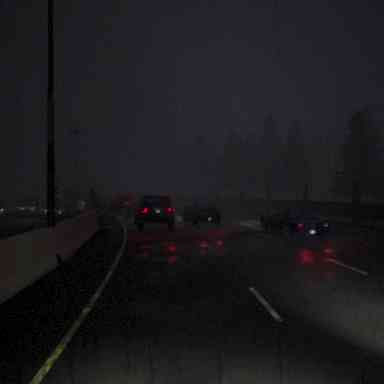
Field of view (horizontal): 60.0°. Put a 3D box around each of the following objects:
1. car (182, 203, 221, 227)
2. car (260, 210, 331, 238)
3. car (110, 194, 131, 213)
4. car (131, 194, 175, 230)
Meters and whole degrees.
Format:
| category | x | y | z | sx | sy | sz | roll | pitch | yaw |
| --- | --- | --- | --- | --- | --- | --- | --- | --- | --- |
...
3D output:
| category | x | y | z | sx | sy | sz | roll | pitch | yaw |
| --- | --- | --- | --- | --- | --- | --- | --- | --- | --- |
| car | 0.582 | 1.507 | 23.212 | 2.128 | 1.511 | 4.902 | 0 | 0 | -13 |
| car | 5.296 | 1.600 | 17.863 | 1.895 | 1.301 | 4.718 | 0 | 0 | -10 |
| car | -8.063 | 1.274 | 38.592 | 2.150 | 2.045 | 5.566 | 0 | 0 | -22 |
| car | -2.559 | 1.239 | 21.565 | 2.150 | 2.045 | 5.566 | 0 | -1 | -13 |
